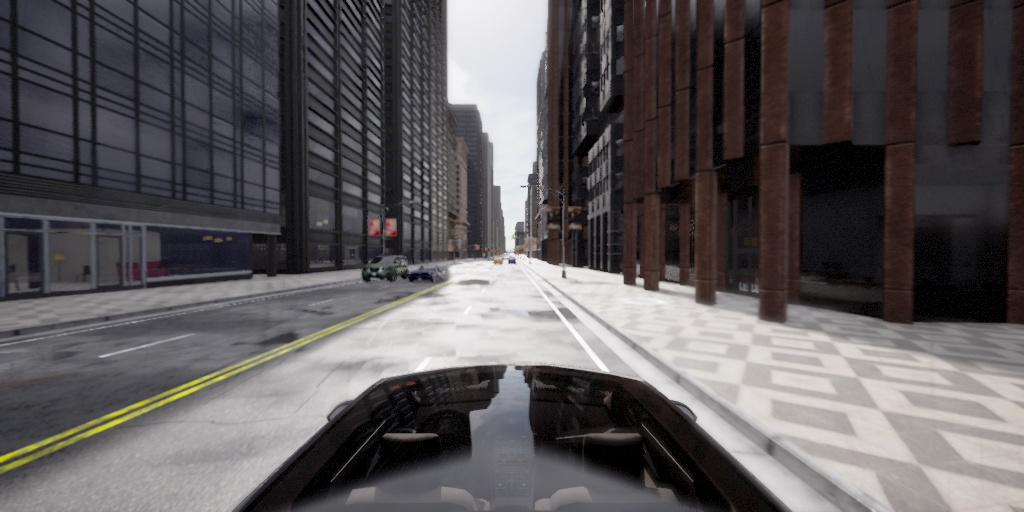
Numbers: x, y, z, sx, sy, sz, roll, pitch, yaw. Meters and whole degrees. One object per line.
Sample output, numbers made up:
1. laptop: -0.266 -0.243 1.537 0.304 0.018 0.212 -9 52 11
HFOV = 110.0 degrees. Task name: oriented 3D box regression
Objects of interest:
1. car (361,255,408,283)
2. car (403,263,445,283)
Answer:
1. car: -9.790 0.957 28.261 2.150 2.045 5.566 0 0 1
2. car: -6.547 1.336 27.695 1.895 1.301 4.718 0 0 1
